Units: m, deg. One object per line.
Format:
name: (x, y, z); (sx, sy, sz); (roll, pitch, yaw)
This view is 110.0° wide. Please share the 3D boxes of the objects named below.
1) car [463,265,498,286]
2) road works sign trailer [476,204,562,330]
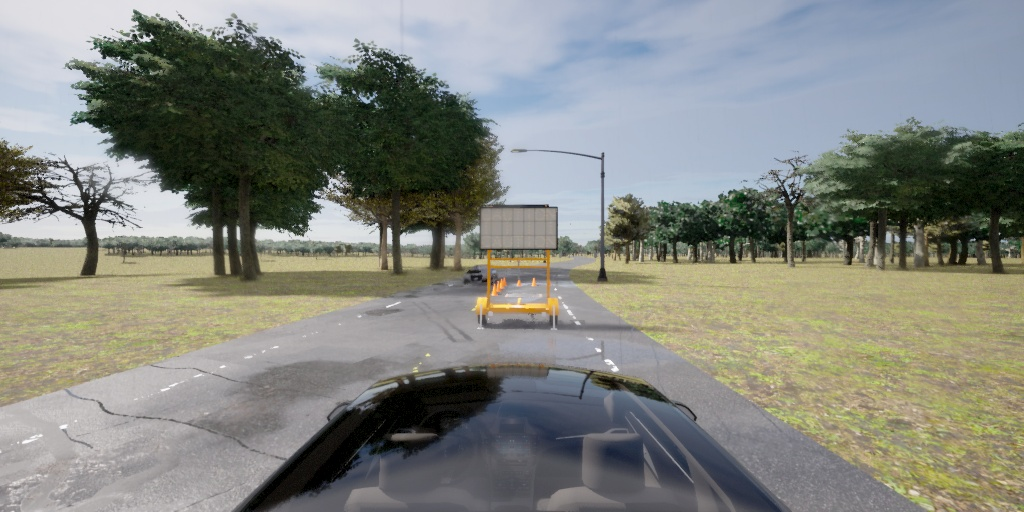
car: (-2.177, 1.324, 25.633); (1.994, 1.385, 4.181); (0, 0, 6)
road works sign trailer: (0.208, 0.215, 11.139); (2.380, 3.560, 2.880); (0, 0, 3)
